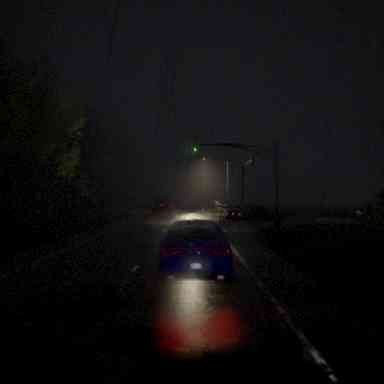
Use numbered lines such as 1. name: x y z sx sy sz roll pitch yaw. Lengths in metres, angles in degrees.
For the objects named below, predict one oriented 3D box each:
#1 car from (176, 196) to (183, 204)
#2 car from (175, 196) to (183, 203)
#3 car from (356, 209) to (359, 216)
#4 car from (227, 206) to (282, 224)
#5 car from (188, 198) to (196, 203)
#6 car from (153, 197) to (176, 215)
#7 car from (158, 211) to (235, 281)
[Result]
1. car: -3.581 2.196 85.258 2.097 1.767 4.553 0 -1 0
2. car: -3.589 2.160 95.004 2.150 2.045 5.566 0 -1 0
3. car: 19.870 1.832 33.930 5.566 2.045 2.150 1 -2 0
4. car: 5.278 1.844 27.932 5.357 1.411 2.033 1 -2 -37
5. car: -0.088 2.416 93.035 1.837 1.490 4.892 0 -1 0
6. car: -3.438 1.628 40.319 2.150 2.045 5.566 0 0 0
7. car: 0.090 1.582 10.196 1.882 1.535 5.008 0 0 0
